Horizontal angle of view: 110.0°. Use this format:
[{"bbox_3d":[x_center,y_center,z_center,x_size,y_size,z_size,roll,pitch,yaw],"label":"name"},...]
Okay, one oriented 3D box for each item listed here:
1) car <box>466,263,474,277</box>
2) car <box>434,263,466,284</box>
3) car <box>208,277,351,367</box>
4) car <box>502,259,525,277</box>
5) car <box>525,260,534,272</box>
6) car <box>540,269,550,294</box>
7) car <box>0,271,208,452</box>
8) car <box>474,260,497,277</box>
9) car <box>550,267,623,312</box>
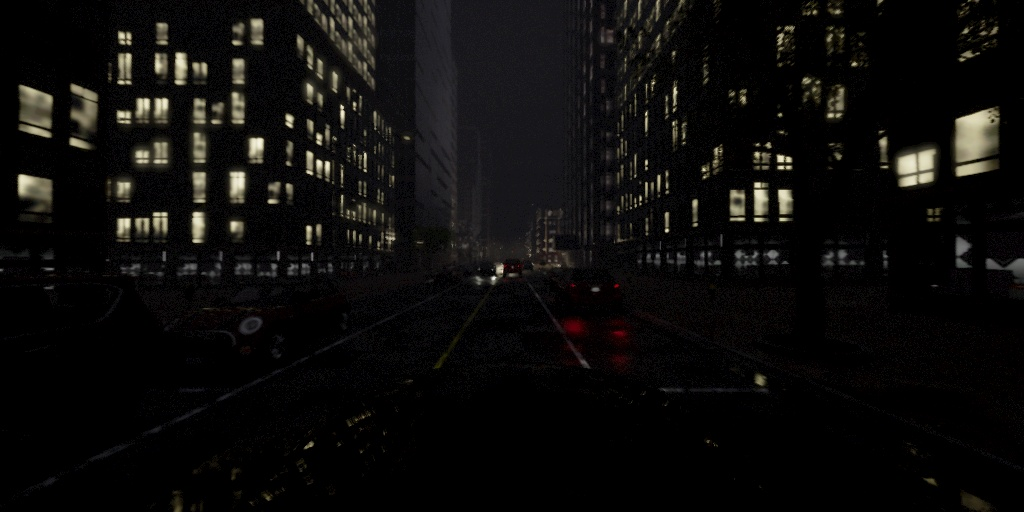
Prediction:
[{"bbox_3d":[-5.320,1.659,41.338,2.007,1.370,4.403,0,0,0],"label":"car"},{"bbox_3d":[-5.319,1.446,30.221,1.967,1.591,4.097,0,0,0],"label":"car"},{"bbox_3d":[-5.316,1.245,7.987,1.967,1.591,4.097,0,0,0],"label":"car"},{"bbox_3d":[0.078,1.335,41.728,2.150,2.045,5.566,0,-1,0],"label":"car"},{"bbox_3d":[2.558,1.814,58.015,2.007,1.370,4.403,0,0,0],"label":"car"},{"bbox_3d":[3.012,1.410,21.945,1.882,1.535,5.008,0,-1,0],"label":"car"},{"bbox_3d":[-5.315,1.070,2.429,2.192,1.841,5.009,0,0,0],"label":"car"},{"bbox_3d":[-2.835,1.458,41.156,2.097,1.767,4.553,0,0,0],"label":"car"},{"bbox_3d":[2.986,1.221,14.917,2.097,1.767,4.553,0,-1,0],"label":"car"}]
